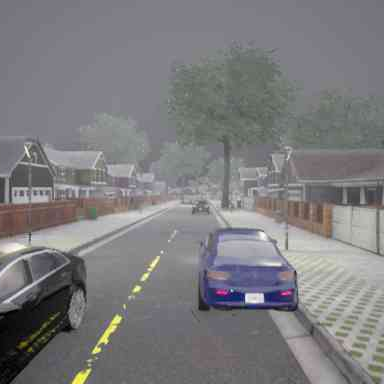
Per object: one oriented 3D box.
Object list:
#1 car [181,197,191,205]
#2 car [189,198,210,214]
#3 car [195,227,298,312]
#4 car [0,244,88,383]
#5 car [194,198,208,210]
[{"bbox_3d":[-0.959,1.654,62.969,2.128,1.511,4.902,0,0,2],"label":"car"},{"bbox_3d":[0.990,1.594,36.264,1.812,1.442,4.674,0,0,3],"label":"car"},{"bbox_3d":[1.059,1.535,7.622,1.812,1.442,4.674,0,0,1],"label":"car"},{"bbox_3d":[-2.789,1.496,4.054,2.128,1.511,4.902,0,0,1],"label":"car"},{"bbox_3d":[1.324,1.625,46.451,1.812,1.442,4.674,0,0,2],"label":"car"}]
